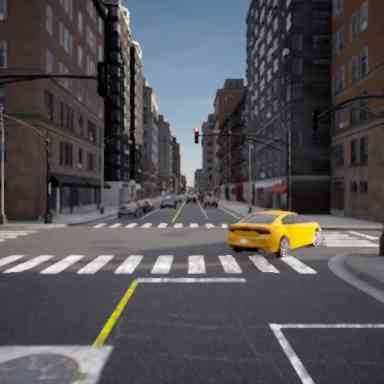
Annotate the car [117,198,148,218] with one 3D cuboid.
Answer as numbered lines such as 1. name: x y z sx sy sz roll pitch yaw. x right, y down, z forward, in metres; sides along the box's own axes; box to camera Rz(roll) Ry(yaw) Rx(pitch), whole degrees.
1. car: -5.456 1.494 29.576 2.008 1.369 4.403 0 0 0

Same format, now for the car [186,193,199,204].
1. car: -0.088 1.379 59.717 1.837 1.490 4.892 0 0 0

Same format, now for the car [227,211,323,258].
1. car: 3.352 1.473 12.918 1.882 1.535 5.008 -1 -1 41

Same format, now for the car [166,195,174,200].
1. car: -5.584 1.404 84.114 1.802 1.307 4.206 0 0 0

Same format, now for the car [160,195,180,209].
1. car: -2.939 1.480 42.348 1.994 1.385 4.181 0 0 0

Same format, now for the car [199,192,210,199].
1. car: 2.825 1.087 66.665 2.150 2.045 5.566 0 0 0

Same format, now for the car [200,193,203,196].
1. car: 2.881 1.380 59.636 1.837 1.490 4.892 0 0 0

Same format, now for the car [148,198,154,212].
1. car: -5.469 1.477 35.030 1.887 1.381 4.507 0 0 0

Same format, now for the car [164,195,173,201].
1. car: -5.571 1.358 78.490 1.752 1.417 4.829 0 0 0

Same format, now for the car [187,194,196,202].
1. car: -0.162 1.291 69.204 1.882 1.535 5.008 0 0 0

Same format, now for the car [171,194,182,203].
1. car: -2.904 1.432 63.810 1.994 1.385 4.181 0 0 0

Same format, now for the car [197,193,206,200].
1. car: 2.439 1.137 84.129 2.192 1.841 5.009 0 0 0

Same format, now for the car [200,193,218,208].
1. car: 2.531 1.348 45.949 1.967 1.590 4.097 0 0 0
